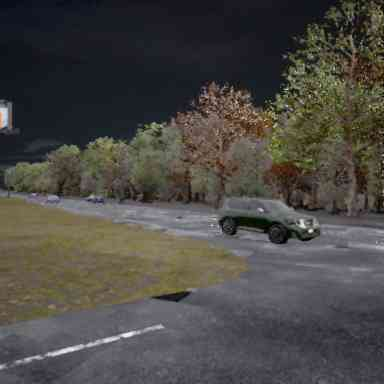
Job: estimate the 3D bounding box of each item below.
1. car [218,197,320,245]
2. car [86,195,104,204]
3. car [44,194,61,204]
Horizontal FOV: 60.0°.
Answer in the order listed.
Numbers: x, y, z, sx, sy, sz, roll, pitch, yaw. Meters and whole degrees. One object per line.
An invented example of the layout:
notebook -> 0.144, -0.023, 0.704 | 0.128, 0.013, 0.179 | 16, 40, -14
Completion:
car -> 3.605, 1.316, 16.737 | 2.150, 2.045, 5.566 | 1, 0, -35
car -> -17.619, 1.245, 60.439 | 2.097, 1.767, 4.553 | 1, 0, -34
car -> -24.108, 1.330, 57.789 | 1.812, 1.442, 4.674 | 1, 0, -32
